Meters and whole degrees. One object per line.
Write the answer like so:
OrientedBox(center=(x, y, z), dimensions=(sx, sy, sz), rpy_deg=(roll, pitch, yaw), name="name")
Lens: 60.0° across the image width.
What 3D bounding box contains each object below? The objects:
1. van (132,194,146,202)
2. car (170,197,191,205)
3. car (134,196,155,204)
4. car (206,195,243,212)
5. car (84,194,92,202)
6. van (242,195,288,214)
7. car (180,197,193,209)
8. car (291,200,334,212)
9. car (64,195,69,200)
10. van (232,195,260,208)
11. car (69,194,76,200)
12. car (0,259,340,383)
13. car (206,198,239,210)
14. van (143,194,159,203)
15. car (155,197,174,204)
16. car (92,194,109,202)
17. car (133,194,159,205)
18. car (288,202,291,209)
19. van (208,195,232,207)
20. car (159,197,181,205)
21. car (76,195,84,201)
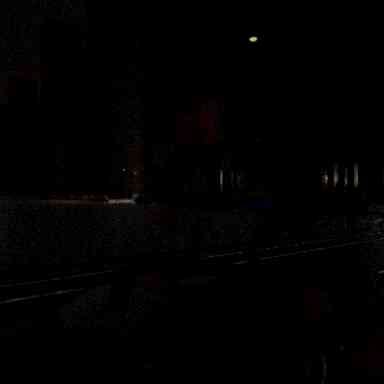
OrientedBox(center=(-12.108, 1.371, 75.698), dimensions=(1.690, 1.788, 3.998), rpy_deg=(0, 0, -36), name="van")
OrientedBox(center=(-2.205, 1.612, 61.839), dimensions=(1.802, 1.307, 4.206), rpy_deg=(0, 0, -36), name="car")
OrientedBox(center=(-9.661, 1.584, 67.521), dimensions=(2.033, 1.411, 5.357), rpy_deg=(0, 0, -36), name="car")
OrientedBox(center=(4.064, 1.317, 38.405), dimensions=(2.192, 1.841, 5.009), rpy_deg=(0, 0, -36), name="car")
OrientedBox(center=(-22.343, 1.433, 75.359), dimensions=(1.967, 1.590, 4.097), rpy_deg=(0, 0, -36), name="car")
OrientedBox(center=(7.365, 1.348, 33.786), dimensions=(1.690, 1.788, 3.998), rpy_deg=(0, 0, -36), name="van")
OrientedBox(center=(0.762, 1.580, 43.024), dimensions=(1.802, 1.307, 4.206), rpy_deg=(0, 0, -36), name="car")
OrientedBox(center=(14.299, 1.595, 38.743), dimensions=(2.008, 1.369, 4.403), rpy_deg=(0, 0, -36), name="car")
OrientedBox(center=(-32.147, 1.517, 89.077), dimensions=(1.752, 1.417, 4.829), rpy_deg=(0, 0, -36), name="car")
OrientedBox(center=(7.698, 1.377, 47.983), dimensions=(1.690, 1.788, 3.998), rpy_deg=(0, 0, -36), name="van")
OrientedBox(center=(-28.945, 1.558, 84.597), dimensions=(1.947, 1.339, 4.313), rpy_deg=(0, 0, -36), name="car")
OrientedBox(center=(-0.319, 1.527, 3.452), dimensions=(4.674, 1.442, 1.812), rpy_deg=(0, 0, -35), name="car")
OrientedBox(center=(3.867, 1.575, 43.266), dimensions=(1.994, 1.385, 4.181), rpy_deg=(0, 0, -35), name="car")
OrientedBox(center=(-8.807, 1.371, 71.079), dimensions=(1.690, 1.788, 3.998), rpy_deg=(0, 0, -36), name="van")
OrientedBox(center=(-5.506, 1.612, 66.459), dimensions=(1.802, 1.307, 4.206), rpy_deg=(0, 0, -36), name="car")
OrientedBox(center=(-19.043, 1.543, 70.739), dimensions=(2.008, 1.369, 4.403), rpy_deg=(0, 0, -36), name="car")
OrientedBox(center=(-8.695, 1.553, 61.009), dimensions=(2.033, 1.411, 5.357), rpy_deg=(0, 0, -36), name="car")
OrientedBox(center=(10.998, 1.621, 43.363), dimensions=(1.802, 1.307, 4.206), rpy_deg=(0, 0, -36), name="car")
OrientedBox(center=(4.397, 1.374, 52.601), dimensions=(1.690, 1.788, 3.998), rpy_deg=(0, 0, -36), name="van")
OrientedBox(center=(-3.445, 1.544, 58.906), dimensions=(1.812, 1.442, 4.674), rpy_deg=(0, 0, -35), name="car")
OrientedBox(center=(-25.545, 1.517, 79.839), dimensions=(1.752, 1.417, 4.829), rpy_deg=(0, 0, -36), name="car")
